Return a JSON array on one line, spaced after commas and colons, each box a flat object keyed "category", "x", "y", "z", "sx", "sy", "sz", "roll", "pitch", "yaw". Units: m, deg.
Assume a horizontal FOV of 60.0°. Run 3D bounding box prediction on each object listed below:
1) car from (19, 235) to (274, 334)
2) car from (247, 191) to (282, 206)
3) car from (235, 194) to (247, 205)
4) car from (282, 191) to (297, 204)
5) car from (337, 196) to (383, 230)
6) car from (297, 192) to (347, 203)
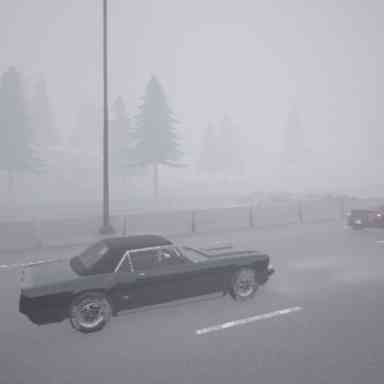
[{"category": "car", "x": -0.747, "y": 1.531, "z": 6.582, "sx": 4.718, "sy": 1.301, "sz": 1.895, "roll": -2, "pitch": 1, "yaw": -25}, {"category": "car", "x": 8.675, "y": 0.627, "z": 34.519, "sx": 4.902, "sy": 1.511, "sz": 2.128, "roll": -3, "pitch": 1, "yaw": -25}, {"category": "car", "x": 7.179, "y": 0.637, "z": 37.683, "sx": 4.892, "sy": 1.490, "sz": 1.837, "roll": -3, "pitch": 1, "yaw": -25}, {"category": "car", "x": 11.147, "y": 0.657, "z": 31.817, "sx": 4.181, "sy": 1.385, "sz": 1.994, "roll": -3, "pitch": 1, "yaw": -25}, {"category": "car", "x": 9.141, "y": 0.998, "z": 15.151, "sx": 4.674, "sy": 1.442, "sz": 1.812, "roll": -3, "pitch": 1, "yaw": -25}, {"category": "car", "x": 11.604, "y": 0.746, "z": 28.163, "sx": 4.718, "sy": 1.301, "sz": 1.895, "roll": -3, "pitch": 1, "yaw": -25}]
